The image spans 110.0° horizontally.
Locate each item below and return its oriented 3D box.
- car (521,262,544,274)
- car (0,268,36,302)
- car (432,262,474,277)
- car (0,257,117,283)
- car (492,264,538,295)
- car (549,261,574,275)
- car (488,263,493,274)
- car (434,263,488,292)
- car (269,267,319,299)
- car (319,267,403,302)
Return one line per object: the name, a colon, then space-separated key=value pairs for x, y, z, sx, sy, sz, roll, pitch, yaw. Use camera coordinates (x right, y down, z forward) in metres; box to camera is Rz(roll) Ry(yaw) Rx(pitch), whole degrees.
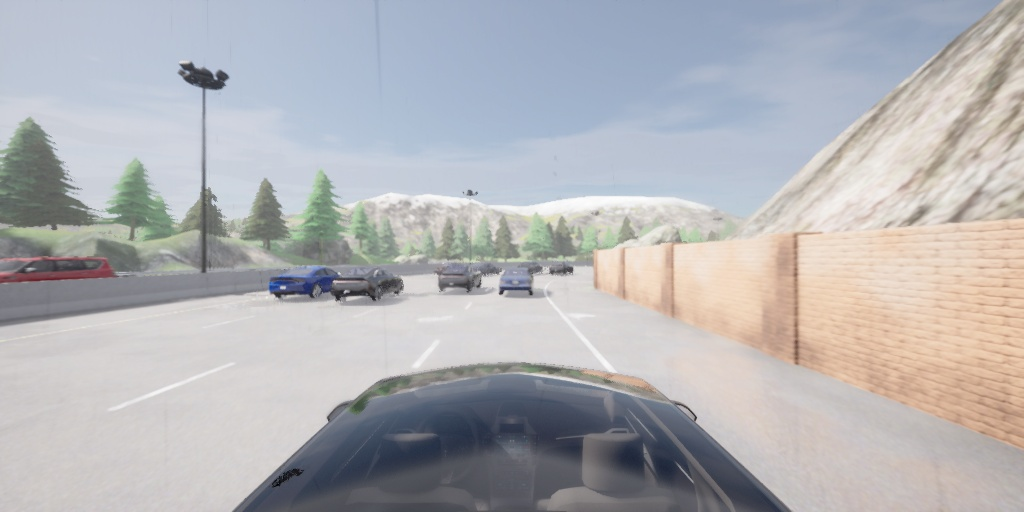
car: x=2.182 y=1.370 z=41.550 sx=1.837 sy=1.490 sz=4.892 roll=-1 pitch=0 yaw=23
car: x=-24.480 y=1.330 z=15.183 sx=2.128 sy=1.511 sz=4.902 roll=0 pitch=0 yaw=1
car: x=-6.385 y=1.422 z=39.687 sx=2.033 sy=1.411 sz=5.357 roll=0 pitch=0 yaw=24
car: x=-21.016 y=1.055 z=15.710 sx=2.150 sy=2.045 sz=5.566 roll=0 pitch=0 yaw=1
car: x=0.314 y=1.352 z=20.387 sx=2.033 sy=1.411 sz=5.357 roll=0 pitch=0 yaw=4
car: x=5.707 y=1.347 z=40.853 sx=2.128 sy=1.511 sz=4.902 roll=0 pitch=0 yaw=24
car: x=-2.980 y=1.413 z=38.668 sx=2.033 sy=1.411 sz=5.357 roll=0 pitch=0 yaw=24
car: x=-3.029 y=1.308 z=21.642 sx=2.128 sy=1.511 sz=4.902 roll=0 pitch=0 yaw=5
car: x=-10.297 y=1.298 z=18.746 sx=1.882 sy=1.535 sz=5.008 roll=0 pitch=0 yaw=2
car: x=-6.845 y=1.302 z=17.444 sx=2.128 sy=1.511 sz=4.902 roll=0 pitch=0 yaw=2
